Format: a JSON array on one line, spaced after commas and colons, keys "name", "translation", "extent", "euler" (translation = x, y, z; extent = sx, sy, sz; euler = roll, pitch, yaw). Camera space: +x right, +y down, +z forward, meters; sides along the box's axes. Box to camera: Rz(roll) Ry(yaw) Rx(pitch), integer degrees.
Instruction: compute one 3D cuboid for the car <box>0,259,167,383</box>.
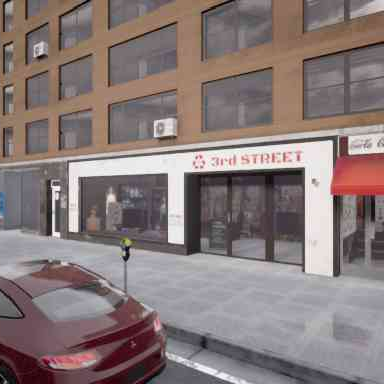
[{"name": "car", "translation": [-2.217, 1.582, 4.395], "extent": [4.206, 1.307, 1.802], "euler": [0, 0, 36]}]
